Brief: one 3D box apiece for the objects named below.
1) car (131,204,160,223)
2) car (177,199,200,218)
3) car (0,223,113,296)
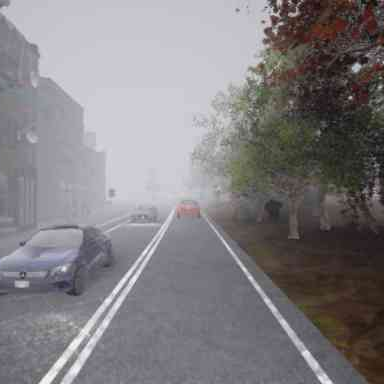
[{"bbox_3d":[-3.647,1.691,26.568,1.994,1.385,4.181,0,0,-1],"label":"car"},{"bbox_3d":[-0.338,1.467,32.169,2.097,1.767,4.553,0,0,-1],"label":"car"},{"bbox_3d":[-3.404,1.603,8.972,1.812,1.442,4.674,0,0,0],"label":"car"}]
